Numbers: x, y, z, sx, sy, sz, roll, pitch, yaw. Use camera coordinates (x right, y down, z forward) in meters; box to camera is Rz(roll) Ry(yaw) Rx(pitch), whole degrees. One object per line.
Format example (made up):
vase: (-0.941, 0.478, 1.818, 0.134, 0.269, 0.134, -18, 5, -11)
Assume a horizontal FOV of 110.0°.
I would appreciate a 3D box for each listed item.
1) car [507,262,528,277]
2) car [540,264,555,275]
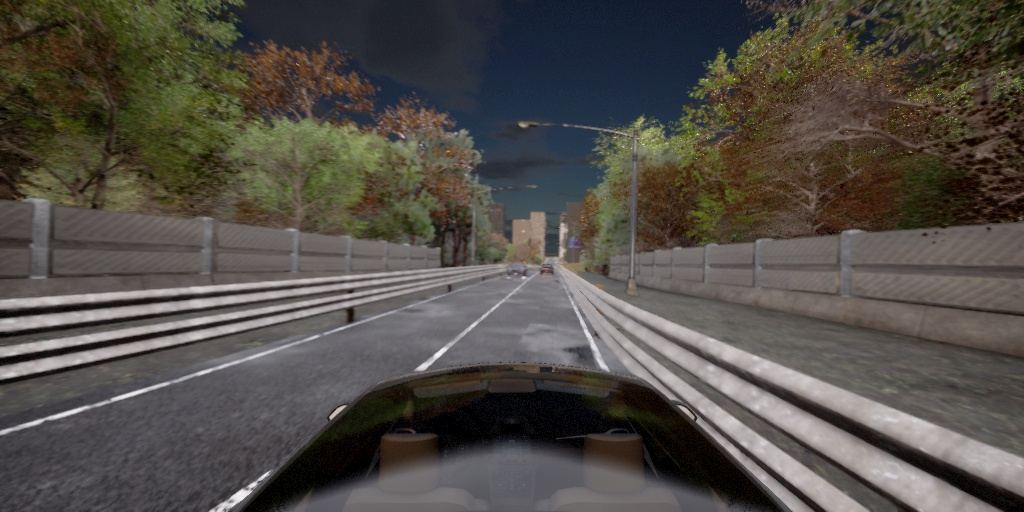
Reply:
car: (0.670, 1.462, 42.029, 2.097, 1.767, 4.553, 2, -1, 7)
car: (4.771, 1.835, 48.911, 1.837, 1.490, 4.892, 2, -1, 6)
